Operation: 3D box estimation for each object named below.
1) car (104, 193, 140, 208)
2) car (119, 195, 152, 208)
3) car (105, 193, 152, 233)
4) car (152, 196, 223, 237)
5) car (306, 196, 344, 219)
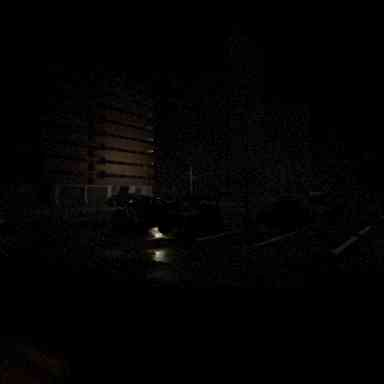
[{"bbox_3d":[-10.578,1.222,50.686,2.150,2.045,5.566,0,0,34],"label":"car"},{"bbox_3d":[-8.103,1.354,48.089,2.097,1.767,4.553,0,0,34],"label":"car"},{"bbox_3d":[-2.324,1.154,18.756,1.932,1.855,4.605,0,0,34],"label":"car"},{"bbox_3d":[0.044,1.157,17.091,1.905,1.878,3.866,0,0,34],"label":"car"},{"bbox_3d":[12.063,1.395,30.051,1.970,1.475,3.806,0,0,34],"label":"car"}]
